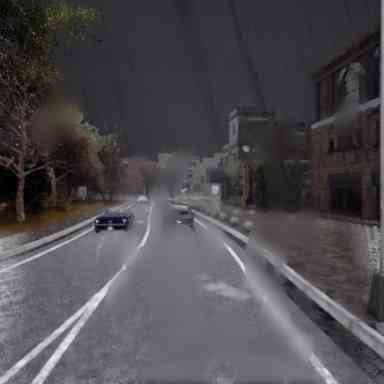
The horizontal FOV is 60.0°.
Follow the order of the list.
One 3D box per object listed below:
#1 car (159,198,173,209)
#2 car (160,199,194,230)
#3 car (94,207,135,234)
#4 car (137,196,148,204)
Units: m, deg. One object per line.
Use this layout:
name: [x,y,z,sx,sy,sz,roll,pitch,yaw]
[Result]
car: [-2.953,1.417,39.784,1.882,1.535,5.008,-1,0,-6]
car: [-0.941,1.467,21.087,1.837,1.490,4.892,-1,0,-5]
car: [-4.469,1.606,19.645,1.895,1.301,4.718,-1,0,-5]
car: [-8.933,1.452,60.117,1.812,1.442,4.674,-1,0,-6]
